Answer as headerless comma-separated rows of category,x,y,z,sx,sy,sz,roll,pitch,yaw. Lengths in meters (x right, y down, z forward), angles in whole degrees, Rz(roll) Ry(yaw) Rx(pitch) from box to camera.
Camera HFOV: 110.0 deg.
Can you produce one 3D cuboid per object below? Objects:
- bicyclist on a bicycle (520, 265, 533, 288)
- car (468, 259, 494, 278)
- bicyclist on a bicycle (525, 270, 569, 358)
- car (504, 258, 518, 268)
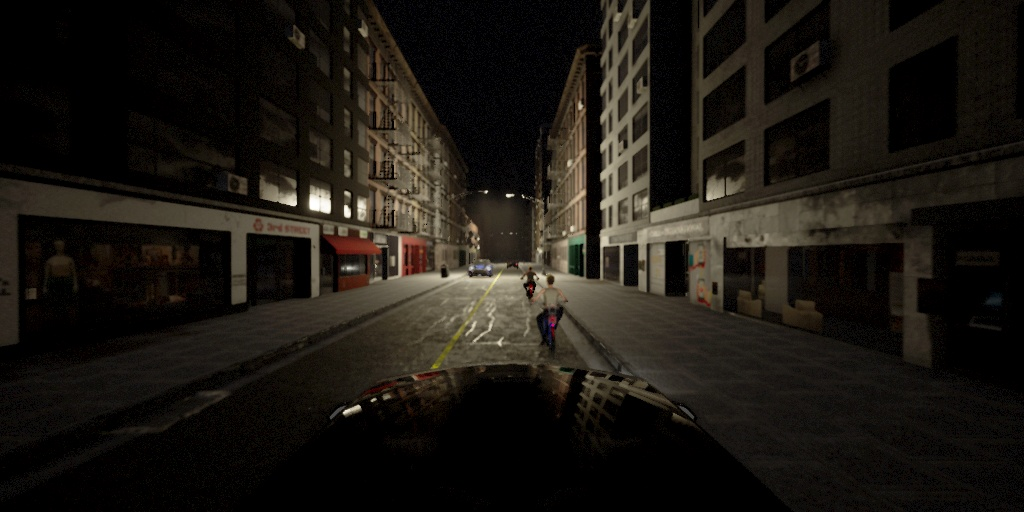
bicyclist on a bicycle,0.767,1.185,15.063,0.866,1.612,1.509,0,0,0
car,-2.844,1.106,33.679,2.097,1.767,4.553,0,0,0
bicyclist on a bicycle,0.789,1.185,7.500,0.866,1.612,1.509,0,0,0
car,0.105,1.377,59.853,1.895,1.301,4.718,0,0,0
